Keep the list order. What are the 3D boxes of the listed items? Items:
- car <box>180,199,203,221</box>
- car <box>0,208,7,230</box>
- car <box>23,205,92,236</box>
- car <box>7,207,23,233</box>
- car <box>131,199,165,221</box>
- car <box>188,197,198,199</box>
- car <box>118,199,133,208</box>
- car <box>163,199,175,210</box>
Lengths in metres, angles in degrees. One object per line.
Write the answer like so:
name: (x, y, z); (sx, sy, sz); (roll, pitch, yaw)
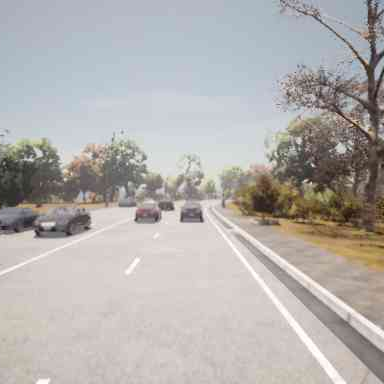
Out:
car: (-0.045, 1.584, 27.688); (1.812, 1.442, 4.674); (0, 0, 0)
car: (-7.040, 1.356, 8.381); (2.097, 1.767, 4.553); (0, 0, 0)
car: (-7.102, 1.519, 18.750); (2.128, 1.511, 4.902); (0, 0, 0)
car: (-10.610, 1.597, 19.872); (1.994, 1.385, 4.181); (0, 0, 0)
car: (-3.546, 1.585, 27.393); (1.812, 1.442, 4.674); (0, 0, 0)
car: (0.169, 1.497, 44.239); (2.097, 1.767, 4.553); (0, 0, 2)
car: (-10.117, 1.753, 52.021); (1.994, 1.385, 4.181); (0, 0, 4)
car: (-3.324, 1.626, 44.531); (1.882, 1.535, 5.008); (0, 0, 2)
